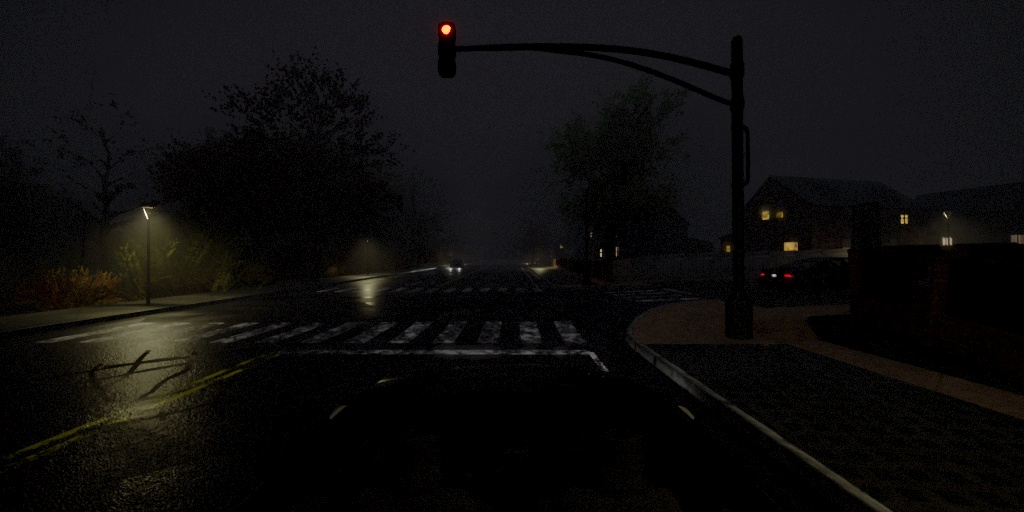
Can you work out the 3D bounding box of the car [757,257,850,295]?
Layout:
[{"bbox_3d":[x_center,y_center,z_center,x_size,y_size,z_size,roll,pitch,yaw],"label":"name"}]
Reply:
[{"bbox_3d":[12.835,0.747,14.387,5.357,1.411,2.033,-2,-1,-6],"label":"car"}]

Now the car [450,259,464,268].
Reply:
[{"bbox_3d":[-9.697,1.310,63.260,1.837,1.490,4.892,0,0,0],"label":"car"}]
